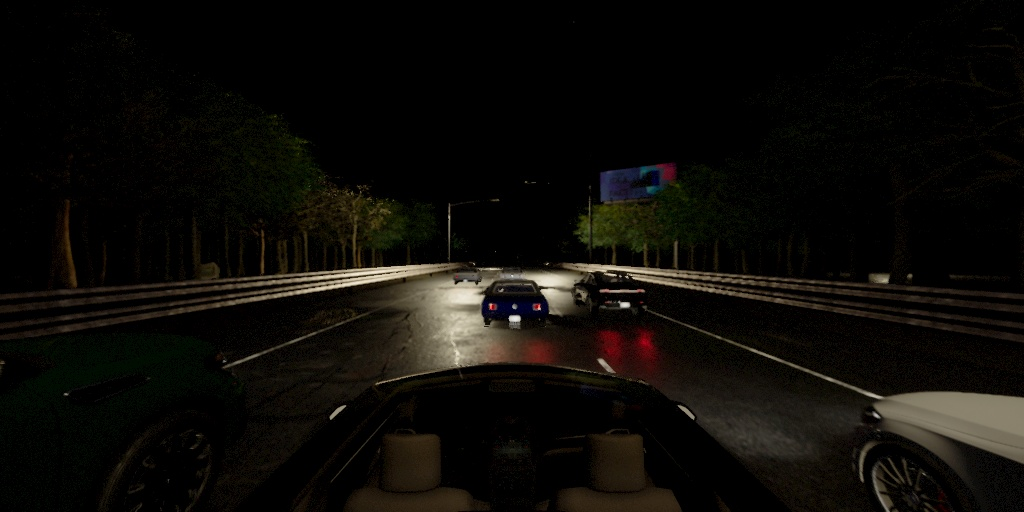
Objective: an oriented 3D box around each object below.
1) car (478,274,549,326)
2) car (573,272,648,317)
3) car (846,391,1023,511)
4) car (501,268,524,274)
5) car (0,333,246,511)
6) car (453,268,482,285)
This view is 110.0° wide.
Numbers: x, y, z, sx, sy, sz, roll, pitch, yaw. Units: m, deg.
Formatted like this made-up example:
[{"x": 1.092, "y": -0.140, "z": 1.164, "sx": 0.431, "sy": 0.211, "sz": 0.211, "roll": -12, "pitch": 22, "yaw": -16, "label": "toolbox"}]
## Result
[{"x": 0.073, "y": 1.439, "z": 12.011, "sx": 1.895, "sy": 1.301, "sz": 4.718, "roll": 0, "pitch": 0, "yaw": 0, "label": "car"}, {"x": 3.567, "y": 1.344, "z": 13.758, "sx": 2.128, "sy": 1.511, "sz": 4.902, "roll": 0, "pitch": 0, "yaw": 0, "label": "car"}, {"x": 3.617, "y": 1.268, "z": 0.912, "sx": 1.812, "sy": 1.442, "sz": 4.674, "roll": 0, "pitch": 0, "yaw": 0, "label": "car"}, {"x": 0.027, "y": 1.584, "z": 29.009, "sx": 1.895, "sy": 1.301, "sz": 4.718, "roll": 0, "pitch": 0, "yaw": 0, "label": "car"}, {"x": -3.395, "y": 0.967, "z": 0.731, "sx": 2.150, "sy": 2.045, "sz": 5.566, "roll": 0, "pitch": 0, "yaw": 0, "label": "car"}, {"x": -3.473, "y": 1.584, "z": 28.954, "sx": 1.895, "sy": 1.301, "sz": 4.718, "roll": 0, "pitch": 0, "yaw": 0, "label": "car"}]
